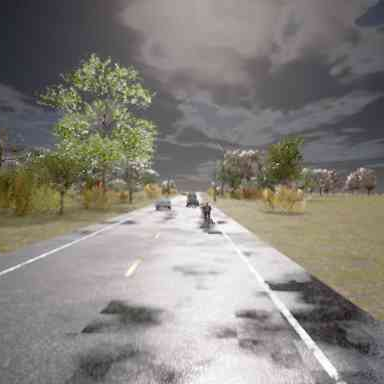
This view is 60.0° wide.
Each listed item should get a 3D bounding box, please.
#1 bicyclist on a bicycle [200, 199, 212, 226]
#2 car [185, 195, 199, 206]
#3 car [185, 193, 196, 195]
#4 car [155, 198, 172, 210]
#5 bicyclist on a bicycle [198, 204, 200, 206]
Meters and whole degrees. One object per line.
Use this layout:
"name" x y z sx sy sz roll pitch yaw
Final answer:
"bicyclist on a bicycle" 0.966 1.440 20.700 0.582 1.620 1.656 0 0 0
"car" 0.105 1.553 53.103 1.895 1.301 4.718 0 0 0
"car" 0.011 1.145 73.863 2.150 2.045 5.566 0 0 0
"car" -3.582 1.491 42.399 1.812 1.442 4.674 0 0 0
"bicyclist on a bicycle" 0.985 1.415 29.985 0.866 1.612 1.509 0 0 0
